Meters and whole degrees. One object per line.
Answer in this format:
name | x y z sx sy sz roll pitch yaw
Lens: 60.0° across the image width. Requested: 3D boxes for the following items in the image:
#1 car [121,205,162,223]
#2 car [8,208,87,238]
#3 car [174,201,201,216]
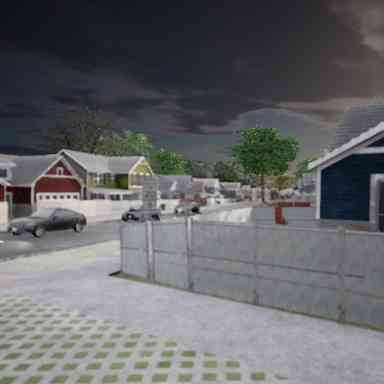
car | -4.146 1.788 27.981 1.994 1.385 4.181 1 0 21
car | -7.998 1.643 18.923 1.812 1.442 4.674 1 0 24
car | -0.468 1.827 37.618 2.128 1.511 4.902 1 0 19
